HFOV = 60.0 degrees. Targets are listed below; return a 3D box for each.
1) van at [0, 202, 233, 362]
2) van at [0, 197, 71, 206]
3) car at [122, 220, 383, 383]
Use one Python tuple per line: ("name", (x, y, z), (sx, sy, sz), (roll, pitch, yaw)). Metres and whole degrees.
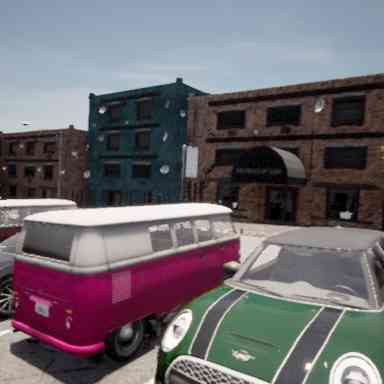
("van", (-0.652, 1.232, 6.002), (1.878, 1.987, 4.442), (0, 0, 35))
("van", (-5.354, 1.201, 9.064), (1.878, 1.987, 4.442), (0, 0, 35))
("car", (1.583, 1.347, 4.307), (2.185, 1.767, 4.553), (0, 0, 35))
